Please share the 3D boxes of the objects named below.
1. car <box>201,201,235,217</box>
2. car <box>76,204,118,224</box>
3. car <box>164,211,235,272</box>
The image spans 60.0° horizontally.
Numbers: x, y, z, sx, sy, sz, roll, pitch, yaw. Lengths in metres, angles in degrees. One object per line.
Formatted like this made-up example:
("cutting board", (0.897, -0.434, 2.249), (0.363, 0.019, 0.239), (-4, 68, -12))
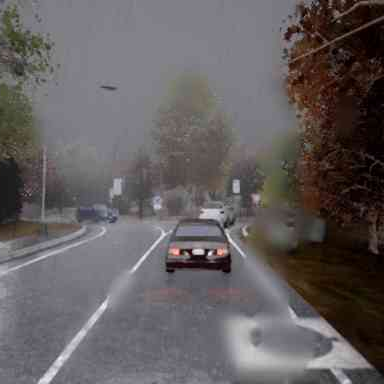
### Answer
("car", (2.222, 1.861, 28.073), (2.150, 2.045, 5.566), (-1, -3, 15))
("car", (-9.781, 2.197, 33.975), (5.566, 2.045, 2.150), (-3, -5, 45))
("car", (0.213, 1.542, 10.622), (2.033, 1.411, 5.357), (0, -1, 1))
